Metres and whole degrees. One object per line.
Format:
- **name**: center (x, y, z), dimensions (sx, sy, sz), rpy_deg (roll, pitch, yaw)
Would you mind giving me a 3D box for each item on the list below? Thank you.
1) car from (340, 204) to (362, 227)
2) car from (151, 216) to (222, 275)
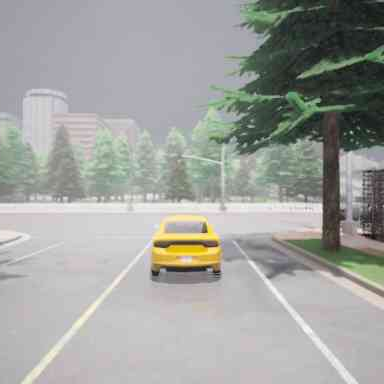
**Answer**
- **car**: center (12.360, 1.552, 22.433), dimensions (4.902, 1.511, 2.128), rpy_deg (0, 0, -1)
- **car**: center (-0.204, 1.492, 10.597), dimensions (1.882, 1.535, 5.008), rpy_deg (0, 0, -2)
